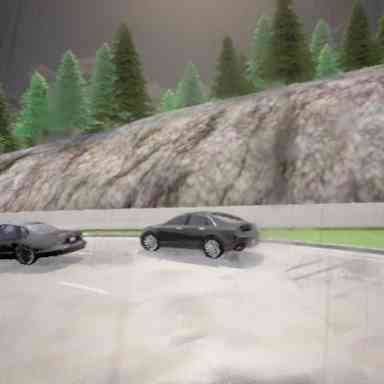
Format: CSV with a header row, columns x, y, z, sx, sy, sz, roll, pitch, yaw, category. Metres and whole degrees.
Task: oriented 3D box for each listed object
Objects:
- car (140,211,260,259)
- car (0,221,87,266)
x,y,z,sx,sy,sz,roll,pitch,yaw,category
0.118,1.488,12.479,4.892,1.490,1.837,-2,-1,38,car
-6.623,1.793,12.155,5.357,1.411,2.033,-2,0,12,car
